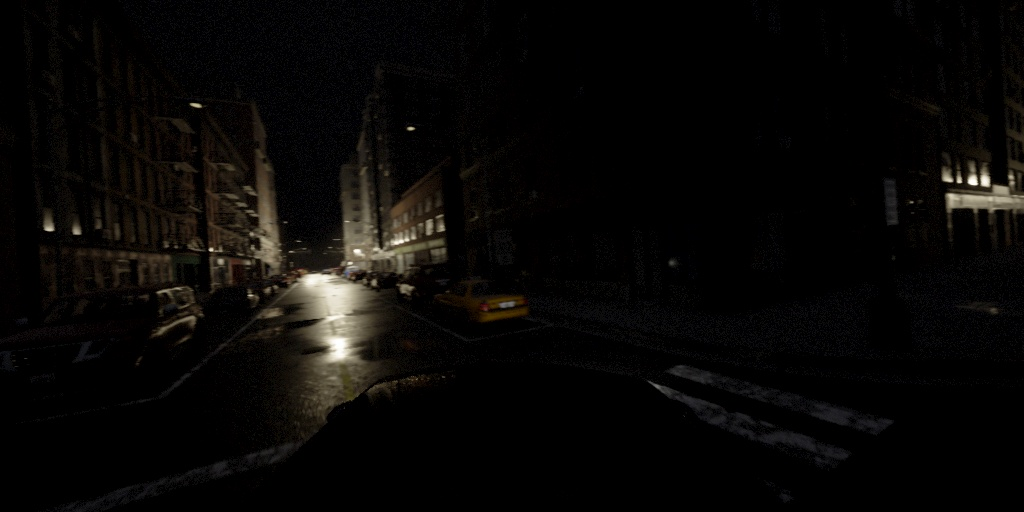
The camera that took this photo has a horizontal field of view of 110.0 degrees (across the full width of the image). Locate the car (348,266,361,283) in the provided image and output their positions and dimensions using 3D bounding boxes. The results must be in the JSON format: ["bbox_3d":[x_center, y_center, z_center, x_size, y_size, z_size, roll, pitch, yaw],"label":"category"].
[{"bbox_3d":[-17.347,2.269,41.315,1.888,1.381,4.507,0,0,-29],"label":"car"}]

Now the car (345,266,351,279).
[{"bbox_3d":[-20.054,2.320,46.304,1.967,1.591,4.097,0,0,-29],"label":"car"}]

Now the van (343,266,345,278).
[{"bbox_3d":[-22.761,2.376,51.294,1.690,1.789,3.998,0,0,-29],"label":"van"}]

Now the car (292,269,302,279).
[{"bbox_3d":[-32.512,2.985,52.451,2.192,1.841,5.009,0,0,-29],"label":"car"}]

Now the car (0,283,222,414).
[{"bbox_3d":[-8.143,1.578,7.552,2.192,1.841,5.009,0,0,-29],"label":"car"}]

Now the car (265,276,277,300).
[{"bbox_3d":[-16.266,2.280,22.518,1.888,1.381,4.507,0,0,-29],"label":"car"}]

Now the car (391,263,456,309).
[{"bbox_3d":[-3.811,1.257,16.366,2.192,1.841,5.009,0,0,-29],"label":"car"}]

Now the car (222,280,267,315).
[{"bbox_3d":[-13.559,2.144,17.529,1.948,1.339,4.313,0,0,-29],"label":"car"}]

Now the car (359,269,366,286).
[{"bbox_3d":[-11.932,1.994,31.335,1.802,1.307,4.207,0,0,-29],"label":"car"}]

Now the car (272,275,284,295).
[{"bbox_3d":[-18.974,2.473,27.507,1.802,1.307,4.207,0,0,-29],"label":"car"}]

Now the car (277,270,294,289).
[{"bbox_3d":[-24.390,2.643,37.485,1.967,1.591,4.097,0,0,-29],"label":"car"}]

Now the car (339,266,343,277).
[{"bbox_3d":[-25.468,2.742,56.284,2.007,1.370,4.403,0,0,-29],"label":"car"}]

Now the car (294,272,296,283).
[{"bbox_3d":[-27.097,2.941,42.474,1.802,1.307,4.207,0,0,-29],"label":"car"}]

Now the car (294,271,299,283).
[{"bbox_3d":[-29.805,3.081,47.462,1.948,1.339,4.313,0,0,-29],"label":"car"}]

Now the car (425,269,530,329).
[{"bbox_3d":[-1.185,1.310,11.525,1.751,1.417,4.829,0,0,-29],"label":"car"}]

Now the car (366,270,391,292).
[{"bbox_3d":[-9.225,1.801,26.345,1.888,1.381,4.507,0,0,-29],"label":"car"}]
